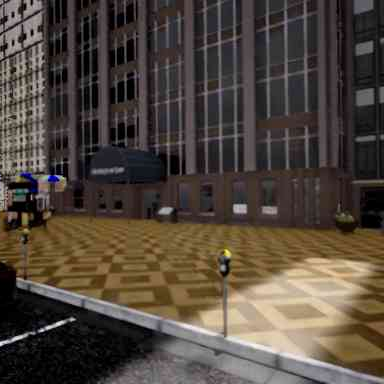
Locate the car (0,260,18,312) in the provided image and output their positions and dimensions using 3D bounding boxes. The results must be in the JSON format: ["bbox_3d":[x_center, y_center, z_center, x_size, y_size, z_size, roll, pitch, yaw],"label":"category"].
[{"bbox_3d":[-5.124,1.626,6.535,4.313,1.339,1.947,-1,-1,36],"label":"car"}]
